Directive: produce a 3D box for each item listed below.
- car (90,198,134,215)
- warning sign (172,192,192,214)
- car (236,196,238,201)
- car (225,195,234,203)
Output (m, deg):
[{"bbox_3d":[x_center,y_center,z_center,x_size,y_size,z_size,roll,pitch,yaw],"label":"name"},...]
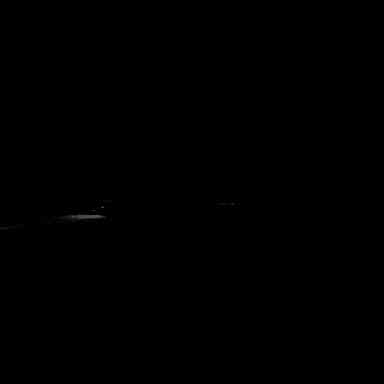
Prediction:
[{"bbox_3d":[-7.355,1.296,31.022,1.812,1.442,4.674,0,1,31],"label":"car"},{"bbox_3d":[-0.846,0.911,27.977,1.300,1.860,1.060,0,0,31],"label":"warning sign"},{"bbox_3d":[8.505,1.194,49.972,1.895,1.301,4.718,0,1,33],"label":"car"},{"bbox_3d":[7.268,1.098,54.693,2.033,1.411,5.357,0,1,33],"label":"car"}]
